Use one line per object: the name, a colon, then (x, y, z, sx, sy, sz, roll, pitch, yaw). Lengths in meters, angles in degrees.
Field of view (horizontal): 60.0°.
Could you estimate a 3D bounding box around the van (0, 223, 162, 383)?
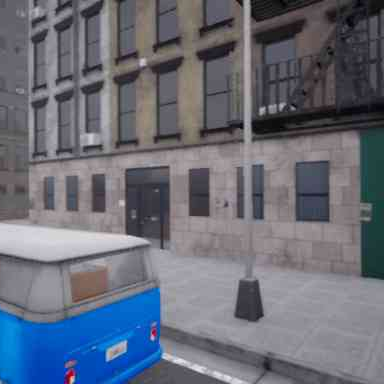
van: (-2.266, 1.371, 4.424, 3.998, 1.788, 1.690, 0, 0, 35)
